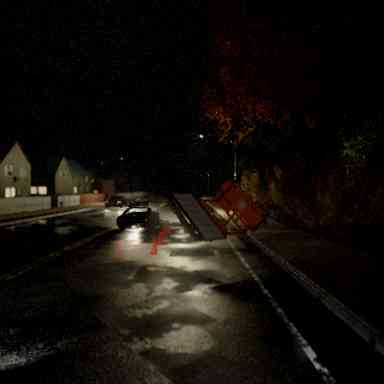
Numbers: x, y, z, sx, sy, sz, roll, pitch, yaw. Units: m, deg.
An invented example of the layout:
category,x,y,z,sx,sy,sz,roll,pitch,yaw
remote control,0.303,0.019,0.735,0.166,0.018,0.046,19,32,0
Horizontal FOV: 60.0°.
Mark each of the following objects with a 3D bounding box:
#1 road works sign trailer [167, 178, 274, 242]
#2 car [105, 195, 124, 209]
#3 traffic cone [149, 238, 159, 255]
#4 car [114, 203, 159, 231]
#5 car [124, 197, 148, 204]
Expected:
category,x,y,z,sx,sy,sz,roll,pitch,yaw
road works sign trailer,0.749,1.054,12.980,3.560,2.880,2.380,5,40,-50
car,-9.700,1.219,42.723,2.097,1.767,4.553,0,0,0
traffic cone,-1.343,1.923,11.867,0.340,0.580,0.340,0,0,0
car,-3.085,1.545,20.002,1.895,1.301,4.718,0,0,0
car,-6.465,1.479,39.860,1.895,1.301,4.718,0,0,0
